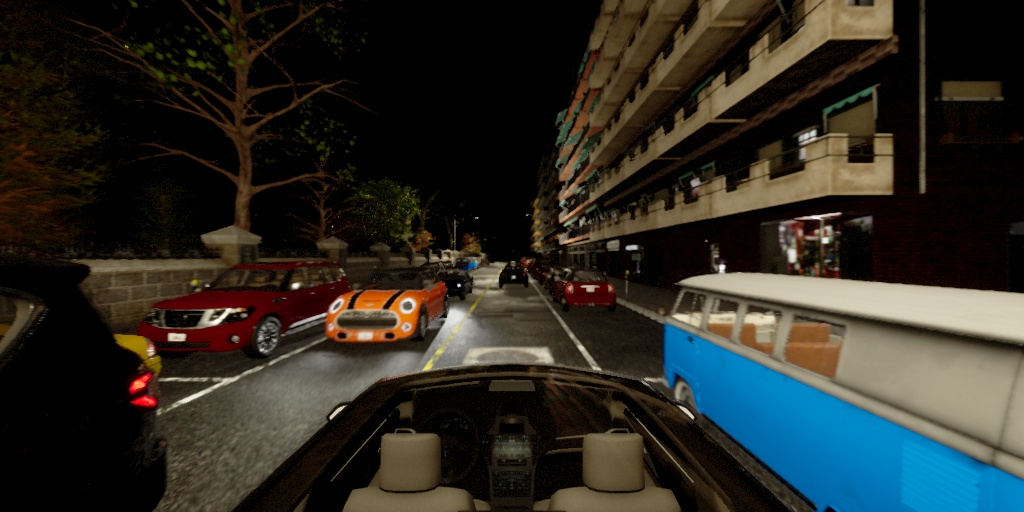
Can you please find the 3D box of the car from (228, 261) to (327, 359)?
[{"bbox_3d":[-5.690,1.059,8.602,2.192,1.841,5.009,0,0,0],"label":"car"}]

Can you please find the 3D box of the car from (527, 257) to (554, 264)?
[{"bbox_3d":[2.693,1.046,31.121,2.192,1.841,5.009,0,0,0],"label":"car"}]

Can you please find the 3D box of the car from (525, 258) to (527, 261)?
[{"bbox_3d":[2.693,1.275,42.381,1.888,1.381,4.507,0,0,0],"label":"car"}]

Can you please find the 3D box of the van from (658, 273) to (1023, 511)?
[{"bbox_3d":[2.690,1.089,2.971,1.690,1.789,3.998,0,0,0],"label":"van"}]

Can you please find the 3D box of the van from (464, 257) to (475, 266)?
[{"bbox_3d":[-5.687,1.072,42.382,1.690,1.789,3.998,0,0,0],"label":"van"}]

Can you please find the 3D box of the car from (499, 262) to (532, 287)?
[{"bbox_3d":[0.106,1.298,24.499,1.994,1.385,4.181,0,0,0],"label":"car"}]

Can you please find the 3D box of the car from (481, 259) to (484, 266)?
[{"bbox_3d":[-5.686,1.285,53.641,2.007,1.370,4.403,0,0,0],"label":"car"}]

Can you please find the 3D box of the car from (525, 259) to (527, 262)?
[{"bbox_3d":[2.693,1.280,36.752,2.007,1.370,4.403,0,0,0],"label":"car"}]

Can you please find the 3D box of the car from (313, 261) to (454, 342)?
[{"bbox_3d":[-3.092,1.095,9.824,2.097,1.767,4.553,0,0,0],"label":"car"}]

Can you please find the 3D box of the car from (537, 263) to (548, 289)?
[{"bbox_3d":[2.691,1.287,19.861,2.007,1.370,4.403,0,0,0],"label":"car"}]

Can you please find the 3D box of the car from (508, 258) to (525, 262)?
[{"bbox_3d":[0.104,1.278,40.191,2.033,1.411,5.357,0,0,0],"label":"car"}]

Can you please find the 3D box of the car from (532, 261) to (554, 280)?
[{"bbox_3d":[2.692,1.279,25.491,1.888,1.381,4.507,0,0,0],"label":"car"}]

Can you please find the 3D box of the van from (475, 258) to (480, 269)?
[{"bbox_3d":[-5.686,1.073,48.011,1.690,1.789,3.998,0,0,0],"label":"van"}]

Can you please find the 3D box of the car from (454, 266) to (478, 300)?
[{"bbox_3d":[-3.000,1.339,17.611,1.895,1.301,4.718,0,0,0],"label":"car"}]

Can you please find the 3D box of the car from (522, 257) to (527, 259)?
[{"bbox_3d":[2.694,1.171,48.010,1.967,1.591,4.097,0,0,0],"label":"car"}]

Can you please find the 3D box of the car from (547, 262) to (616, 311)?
[{"bbox_3d":[2.691,1.179,14.231,1.967,1.591,4.097,0,0,0],"label":"car"}]

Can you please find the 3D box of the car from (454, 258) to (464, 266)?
[{"bbox_3d":[-5.688,1.172,31.122,1.967,1.591,4.097,0,0,0],"label":"car"}]
